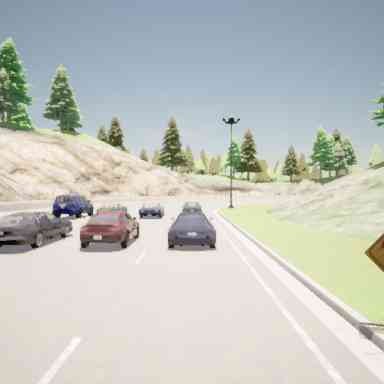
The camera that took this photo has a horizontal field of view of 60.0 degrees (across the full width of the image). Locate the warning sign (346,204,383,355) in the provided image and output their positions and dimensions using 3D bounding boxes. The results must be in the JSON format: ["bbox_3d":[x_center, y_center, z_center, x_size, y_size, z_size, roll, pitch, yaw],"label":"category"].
[{"bbox_3d":[3.050,1.114,4.649,1.300,1.860,1.060,0,0,0],"label":"warning sign"}]

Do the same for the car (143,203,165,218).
[{"bbox_3d":[-3.500,1.616,29.680,1.895,1.301,4.718,0,0,0],"label":"car"}]

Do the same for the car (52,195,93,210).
[{"bbox_3d":[-10.500,1.257,29.680,2.150,2.045,5.566,0,0,0],"label":"car"}]

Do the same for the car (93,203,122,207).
[{"bbox_3d":[-7.000,1.616,29.680,1.895,1.301,4.718,0,0,0],"label":"car"}]

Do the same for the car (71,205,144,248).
[{"bbox_3d":[-3.500,1.532,14.650,1.812,1.442,4.674,0,0,0],"label":"car"}]

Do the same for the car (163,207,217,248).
[{"bbox_3d":[0.000,1.572,14.650,1.994,1.385,4.181,0,0,0],"label":"car"}]

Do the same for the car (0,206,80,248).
[{"bbox_3d":[-7.000,1.562,14.650,2.033,1.411,5.357,0,0,0],"label":"car"}]

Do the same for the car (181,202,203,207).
[{"bbox_3d":[0.000,1.563,29.650,2.033,1.411,5.357,0,0,0],"label":"car"}]
